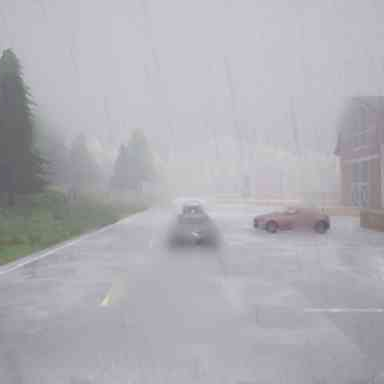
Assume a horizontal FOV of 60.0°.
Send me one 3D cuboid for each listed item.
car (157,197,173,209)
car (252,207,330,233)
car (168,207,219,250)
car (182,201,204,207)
[{"bbox_3d":[-3.598,1.443,44.867,1.882,1.535,5.008,0,0,0],"label":"car"},{"bbox_3d":[5.555,1.536,18.846,4.181,1.381,1.994,0,0,-1],"label":"car"},{"bbox_3d":[0.071,1.553,14.238,1.994,1.385,4.181,0,0,0],"label":"car"},{"bbox_3d":[0.070,1.503,29.764,1.812,1.442,4.674,0,0,0],"label":"car"}]
